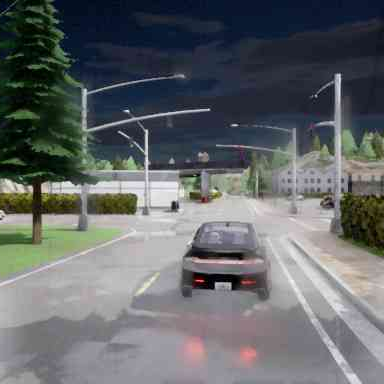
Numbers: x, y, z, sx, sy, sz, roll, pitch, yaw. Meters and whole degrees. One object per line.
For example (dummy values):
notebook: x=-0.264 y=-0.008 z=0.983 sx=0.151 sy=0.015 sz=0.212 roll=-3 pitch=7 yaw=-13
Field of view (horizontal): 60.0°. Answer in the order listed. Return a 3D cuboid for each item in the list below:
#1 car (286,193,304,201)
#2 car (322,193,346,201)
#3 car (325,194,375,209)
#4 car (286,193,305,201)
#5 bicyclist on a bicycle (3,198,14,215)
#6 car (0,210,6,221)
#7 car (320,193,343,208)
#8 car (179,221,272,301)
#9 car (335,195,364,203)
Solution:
car: x=23.431 y=1.358 z=75.671 sx=3.806 sy=1.475 sz=1.970 roll=0 pitch=0 yaw=8
car: x=31.833 y=1.095 z=74.527 sx=4.605 sy=1.855 sz=1.932 roll=0 pitch=0 yaw=8
car: x=18.325 y=1.338 z=38.627 sx=4.514 sy=1.523 sz=2.007 roll=0 pitch=0 yaw=8
car: x=24.500 y=1.074 z=78.878 sx=3.866 sy=1.878 sz=1.905 roll=0 pitch=0 yaw=8
bicyclist on a bicycle: x=-17.932 y=1.452 z=32.567 sx=0.582 sy=1.620 sz=1.656 roll=0 pitch=0 yaw=7
car: x=-16.555 y=1.526 z=25.229 sx=4.674 sy=1.442 sz=1.812 roll=1 pitch=0 yaw=8
car: x=18.710 y=1.329 z=41.740 sx=5.027 sy=1.636 sz=2.152 roll=0 pitch=0 yaw=8
car: x=0.893 y=1.491 z=8.427 sx=2.128 sy=1.511 sz=4.902 roll=0 pitch=0 yaw=8
car: x=29.393 y=1.296 z=62.291 sx=4.514 sy=1.523 sz=2.007 roll=0 pitch=0 yaw=8
